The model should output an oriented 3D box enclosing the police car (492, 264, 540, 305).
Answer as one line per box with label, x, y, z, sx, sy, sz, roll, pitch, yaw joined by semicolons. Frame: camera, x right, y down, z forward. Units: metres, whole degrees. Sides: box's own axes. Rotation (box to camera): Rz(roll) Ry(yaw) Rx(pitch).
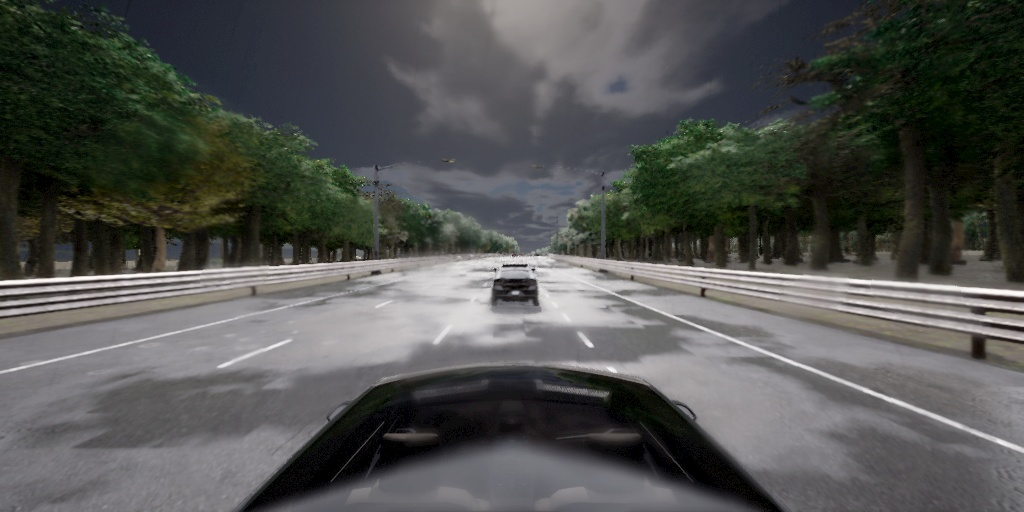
police car;0.119;1.167;15.962;1.930;1.638;5.238;0;0;-1
